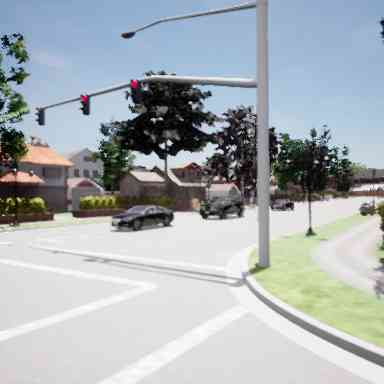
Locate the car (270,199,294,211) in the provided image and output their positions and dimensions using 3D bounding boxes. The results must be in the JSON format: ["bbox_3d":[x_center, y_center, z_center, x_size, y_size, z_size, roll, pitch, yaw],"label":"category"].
[{"bbox_3d":[11.674,1.631,42.981,2.128,1.511,4.902,-1,0,35],"label":"car"}]

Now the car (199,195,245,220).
[{"bbox_3d":[2.858,1.359,30.438,2.150,2.045,5.566,-1,0,35],"label":"car"}]

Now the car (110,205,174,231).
[{"bbox_3d":[-3.158,1.630,21.858,2.128,1.511,4.902,-1,0,35],"label":"car"}]
